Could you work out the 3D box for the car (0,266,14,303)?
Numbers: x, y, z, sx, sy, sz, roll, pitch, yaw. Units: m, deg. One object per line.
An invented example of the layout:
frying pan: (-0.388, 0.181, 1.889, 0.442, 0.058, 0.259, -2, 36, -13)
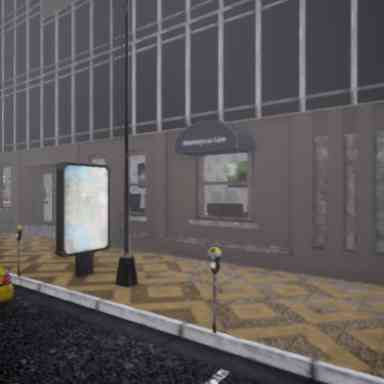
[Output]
car: (-5.495, 1.522, 6.790, 4.829, 1.417, 1.752, 0, 0, 35)
